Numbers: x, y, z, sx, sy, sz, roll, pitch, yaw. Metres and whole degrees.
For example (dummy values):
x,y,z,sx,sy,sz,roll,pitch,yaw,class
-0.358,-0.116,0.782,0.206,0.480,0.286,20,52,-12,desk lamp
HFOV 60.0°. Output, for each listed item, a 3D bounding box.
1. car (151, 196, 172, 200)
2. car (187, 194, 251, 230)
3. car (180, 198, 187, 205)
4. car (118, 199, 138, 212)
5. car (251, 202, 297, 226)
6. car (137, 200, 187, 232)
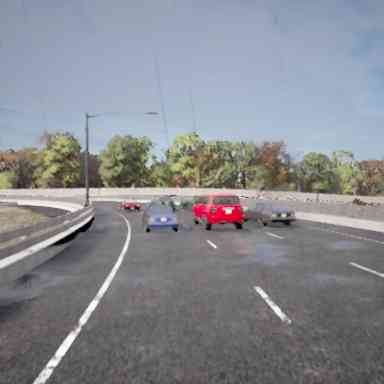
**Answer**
x,y,z,sx,sy,sz,roll,pitch,yaw,class
-3.452,1.189,37.759,2.097,1.767,4.553,-1,0,-20,car
1.452,1.106,20.413,2.150,2.045,5.566,-1,1,-11,car
0.181,1.153,37.988,2.097,1.767,4.553,-1,0,-19,car
-7.134,1.474,37.607,1.895,1.301,4.718,-1,0,-21,car
4.821,1.389,21.841,2.033,1.411,5.357,-1,0,-13,car
-1.938,1.464,19.677,2.033,1.411,5.357,-1,0,-11,car
